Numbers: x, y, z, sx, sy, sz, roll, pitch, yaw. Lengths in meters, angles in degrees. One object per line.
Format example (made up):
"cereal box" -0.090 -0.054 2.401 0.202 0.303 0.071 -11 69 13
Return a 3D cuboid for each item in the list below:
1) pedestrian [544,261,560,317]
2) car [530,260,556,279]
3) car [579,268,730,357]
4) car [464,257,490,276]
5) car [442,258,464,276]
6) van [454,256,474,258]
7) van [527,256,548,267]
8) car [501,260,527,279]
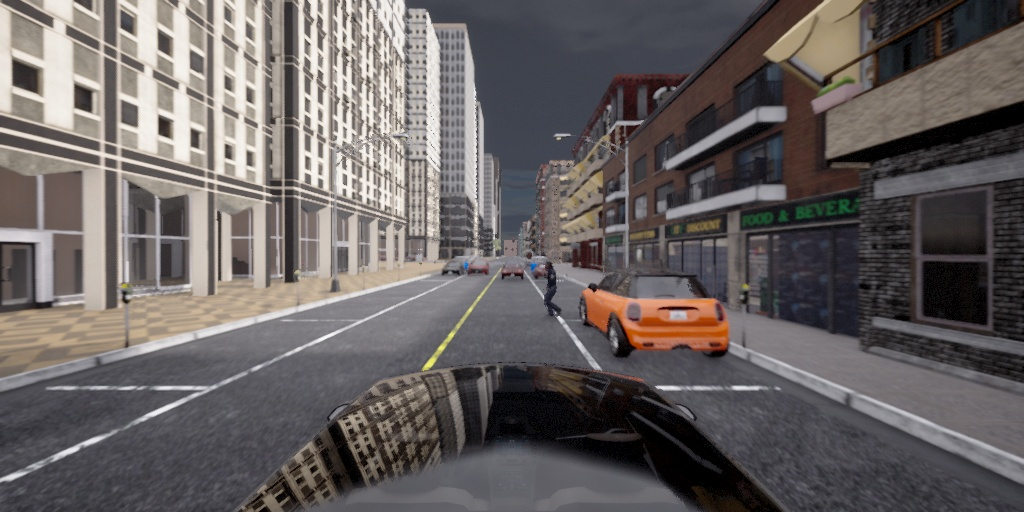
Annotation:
"pedestrian" 1.229 1.001 11.330 0.375 1.860 0.375 0 0 -2
"car" 2.678 1.210 29.651 1.802 1.307 4.207 0 0 0
"car" 2.997 1.071 8.587 2.097 1.767 4.553 0 0 0
"car" -3.109 1.086 34.279 1.882 1.535 5.008 0 0 0
"car" -5.705 1.170 35.295 1.948 1.339 4.313 0 0 0
"van" -5.708 0.921 40.944 1.690 1.789 3.998 0 0 0
"van" 2.675 0.945 35.299 1.690 1.789 3.998 0 0 0
"car" 0.049 1.225 30.628 1.895 1.301 4.718 0 0 0
